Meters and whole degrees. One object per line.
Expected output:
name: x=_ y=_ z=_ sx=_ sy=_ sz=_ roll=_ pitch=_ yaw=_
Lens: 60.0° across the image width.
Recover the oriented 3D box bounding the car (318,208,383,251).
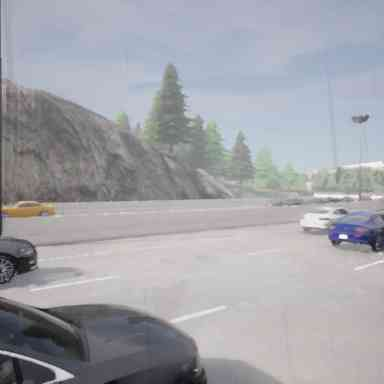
car: x=7.593 y=1.550 z=14.252 sx=4.674 sy=1.442 sz=1.812 roll=0 pitch=0 yaw=-40

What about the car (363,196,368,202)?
car: x=31.076 y=1.457 z=59.525 sx=2.097 sy=1.767 sz=4.553 roll=0 pitch=0 yaw=37

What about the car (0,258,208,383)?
car: x=-2.109 y=1.511 z=2.335 sx=4.892 sy=1.490 sz=1.837 roll=0 pitch=0 yaw=-35

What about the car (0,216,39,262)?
car: x=-6.361 y=1.512 z=7.898 sx=4.902 sy=1.511 sz=2.128 roll=0 pitch=0 yaw=-35

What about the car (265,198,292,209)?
car: x=12.499 y=1.615 z=48.115 sx=1.812 sy=1.442 sz=4.674 roll=0 pitch=0 yaw=43

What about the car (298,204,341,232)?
car: x=8.087 y=1.560 z=19.252 sx=4.674 sy=1.442 sz=1.812 roll=0 pitch=0 yaw=-41
